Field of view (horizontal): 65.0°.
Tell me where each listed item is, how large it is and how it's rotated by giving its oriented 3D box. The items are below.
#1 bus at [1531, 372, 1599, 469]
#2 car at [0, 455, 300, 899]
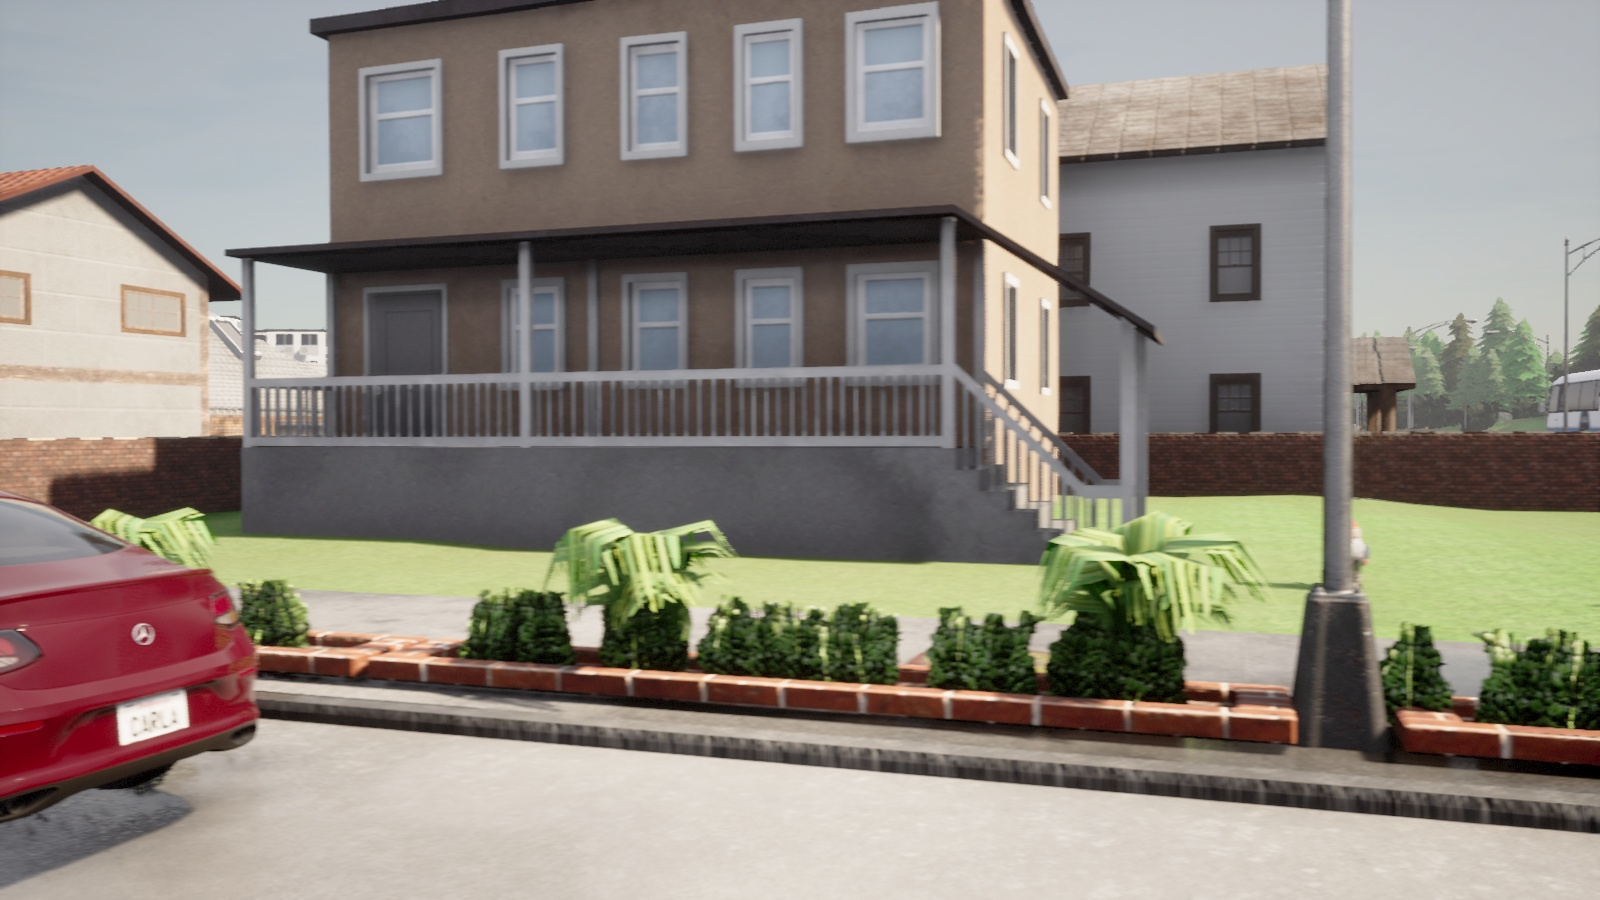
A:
[{"bbox_3d":[38.193,-1.361,59.653,3.944,4.253,10.273,1,1,19],"label":"bus"},{"bbox_3d":[-4.651,0.750,5.284,4.674,1.442,1.812,1,1,19],"label":"car"}]
